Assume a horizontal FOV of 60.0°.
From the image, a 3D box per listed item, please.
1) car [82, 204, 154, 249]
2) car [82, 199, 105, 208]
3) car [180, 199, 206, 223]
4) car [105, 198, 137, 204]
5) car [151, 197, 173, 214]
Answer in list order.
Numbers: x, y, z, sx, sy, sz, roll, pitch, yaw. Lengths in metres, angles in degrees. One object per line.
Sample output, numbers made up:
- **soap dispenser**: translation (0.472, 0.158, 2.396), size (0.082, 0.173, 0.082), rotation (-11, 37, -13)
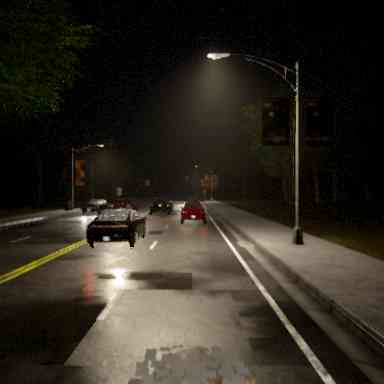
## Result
- **car**: translation (-3.150, 1.490, 14.652), size (2.128, 1.511, 4.902), rotation (0, 0, 0)
- **car**: translation (-9.845, 1.493, 34.270), size (2.128, 1.511, 4.902), rotation (0, 0, 0)
- **car**: translation (0.098, 1.526, 25.215), size (1.812, 1.442, 4.674), rotation (0, 0, 0)
- **car**: translation (-6.597, 1.353, 32.447), size (2.097, 1.767, 4.553), rotation (0, 0, 0)
- **car**: translation (-3.151, 1.353, 34.911), size (2.097, 1.767, 4.553), rotation (0, 0, 0)
